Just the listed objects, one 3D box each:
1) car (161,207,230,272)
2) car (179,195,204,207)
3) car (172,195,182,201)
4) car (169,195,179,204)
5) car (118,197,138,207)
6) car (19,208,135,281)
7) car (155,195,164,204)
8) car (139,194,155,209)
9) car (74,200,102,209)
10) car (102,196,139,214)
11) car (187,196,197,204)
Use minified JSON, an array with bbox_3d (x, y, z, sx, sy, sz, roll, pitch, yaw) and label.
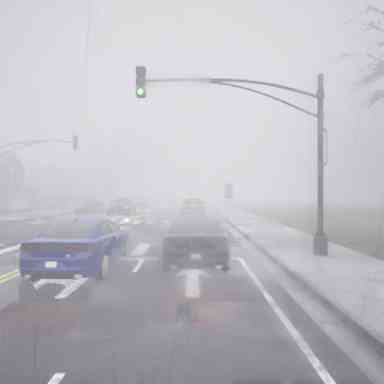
[{"bbox_3d":[0.102,1.469,10.829,1.882,1.535,5.008,0,0,0],"label":"car"},{"bbox_3d":[0.094,1.320,31.327,2.097,1.767,4.553,0,0,0],"label":"car"},{"bbox_3d":[-3.266,1.305,73.048,1.994,1.385,4.181,0,0,0],"label":"car"},{"bbox_3d":[-3.263,1.466,62.627,2.033,1.411,5.357,0,0,0],"label":"car"},{"bbox_3d":[-9.817,1.484,51.399,2.033,1.411,5.357,0,0,1],"label":"car"},{"bbox_3d":[-3.153,1.470,9.899,1.882,1.535,5.008,0,0,0],"label":"car"},{"bbox_3d":[-6.531,1.270,62.974,2.097,1.767,4.553,0,0,0],"label":"car"},{"bbox_3d":[-6.596,1.423,45.590,1.882,1.535,5.008,0,1,0],"label":"car"},{"bbox_3d":[-9.853,1.513,32.585,2.033,1.411,5.357,0,0,0],"label":"car"},{"bbox_3d":[-6.602,1.321,31.274,2.097,1.767,4.553,0,0,0],"label":"car"},{"bbox_3d":[-0.014,1.444,63.044,1.812,1.442,4.674,0,0,0],"label":"car"}]
